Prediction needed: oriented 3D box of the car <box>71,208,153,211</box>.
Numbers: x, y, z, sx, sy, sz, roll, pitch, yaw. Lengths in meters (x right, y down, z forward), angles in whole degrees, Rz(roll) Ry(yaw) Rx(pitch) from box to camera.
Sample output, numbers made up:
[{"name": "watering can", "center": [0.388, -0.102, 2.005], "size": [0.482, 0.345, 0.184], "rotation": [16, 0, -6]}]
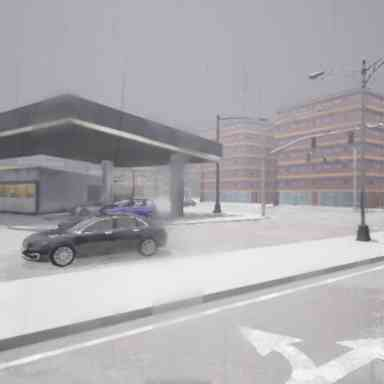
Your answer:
[{"name": "car", "center": [-3.762, 1.632, 15.529], "size": [4.718, 1.301, 1.895], "rotation": [0, 0, -33]}]

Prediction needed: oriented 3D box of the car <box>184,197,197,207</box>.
[{"name": "car", "center": [-1.169, 1.672, 55.064], "size": [1.837, 1.490, 4.892], "rotation": [0, 0, -36]}]

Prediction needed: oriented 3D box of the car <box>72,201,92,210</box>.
[{"name": "car", "center": [-9.005, 1.511, 30.555], "size": [3.806, 1.475, 1.970], "rotation": [0, 0, -35]}]

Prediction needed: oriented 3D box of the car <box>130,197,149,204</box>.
[{"name": "car", "center": [-10.829, 1.697, 68.283], "size": [1.895, 1.301, 4.718], "rotation": [0, 0, -36]}]

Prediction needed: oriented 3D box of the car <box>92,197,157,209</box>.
[{"name": "car", "center": [-5.048, 1.355, 26.321], "size": [4.611, 1.667, 2.242], "rotation": [0, 0, -35]}]

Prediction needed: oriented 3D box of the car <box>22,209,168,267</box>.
[{"name": "car", "center": [-3.164, 1.525, 11.539], "size": [4.892, 1.490, 1.837], "rotation": [0, 0, -35]}]
